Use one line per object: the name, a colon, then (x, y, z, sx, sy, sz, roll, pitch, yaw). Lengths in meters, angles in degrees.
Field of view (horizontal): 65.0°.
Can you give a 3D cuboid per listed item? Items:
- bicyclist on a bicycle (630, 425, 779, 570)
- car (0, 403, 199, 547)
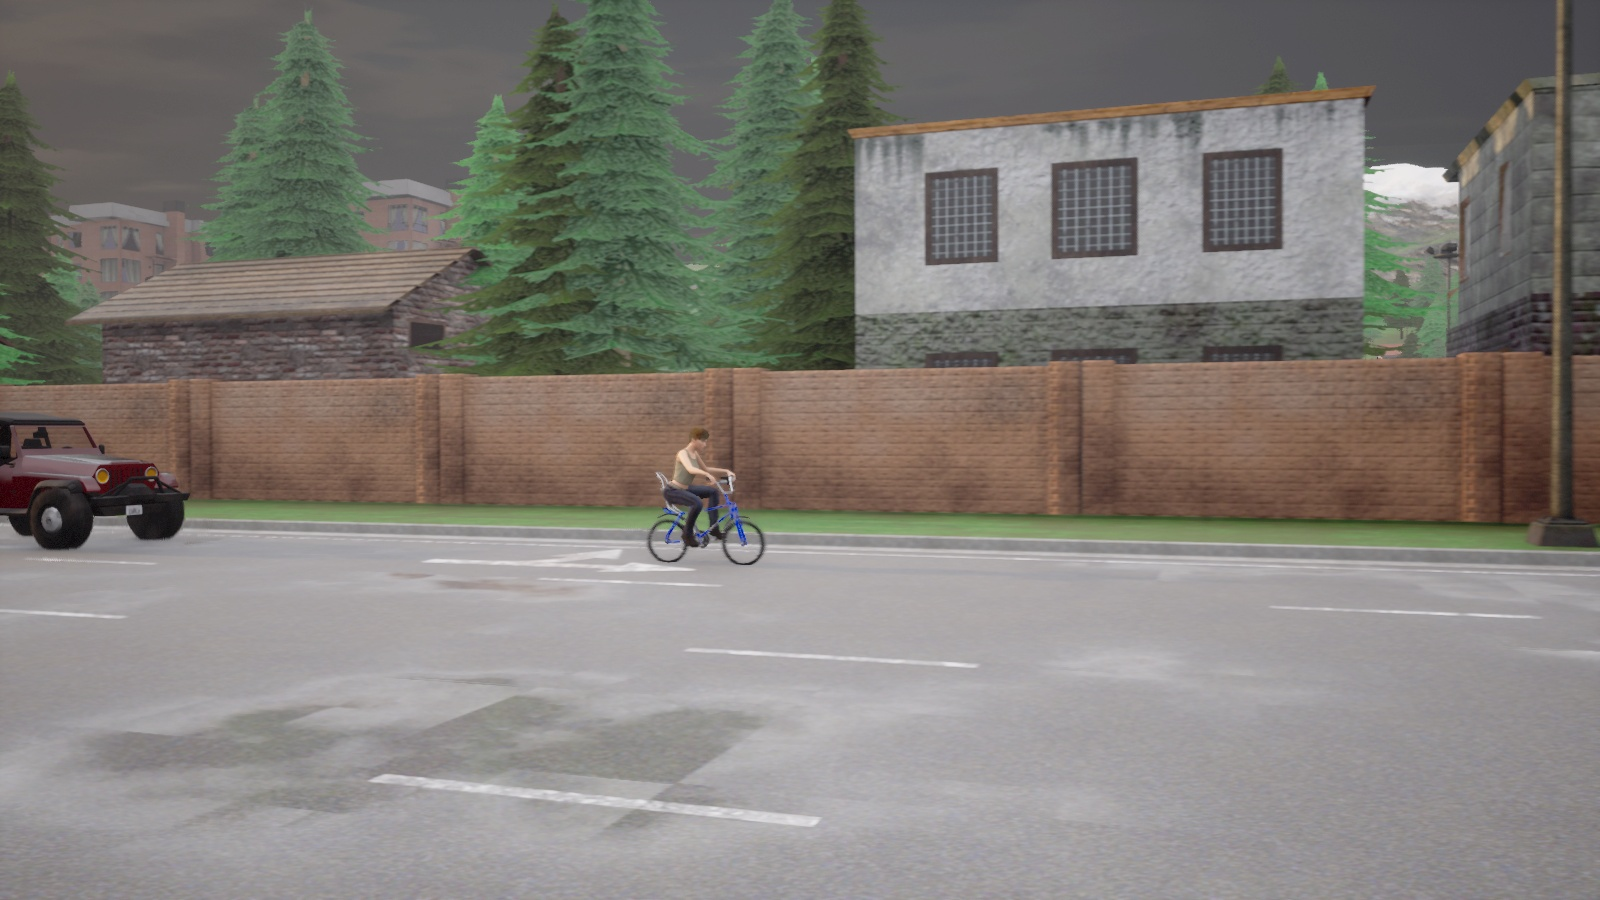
bicyclist on a bicycle: (-1.109, 0.524, 14.647, 1.509, 1.612, 0.866, 1, 1, 19)
car: (-10.854, 0.294, 17.919, 3.866, 1.878, 1.905, 1, 1, 19)
